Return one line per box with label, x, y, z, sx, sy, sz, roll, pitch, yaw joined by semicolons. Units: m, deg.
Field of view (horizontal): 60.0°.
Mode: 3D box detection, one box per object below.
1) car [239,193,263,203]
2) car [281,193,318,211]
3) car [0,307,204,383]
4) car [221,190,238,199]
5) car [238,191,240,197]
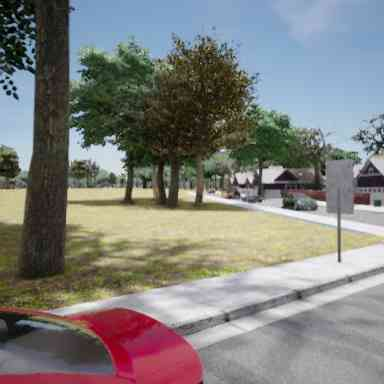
car;8.778;0.865;48.290;1.994;1.385;4.181;-1;1;-7
car;10.560;0.906;32.873;2.097;1.767;4.553;-1;1;-7
car;-2.171;1.484;1.389;5.008;1.535;1.882;-1;0;-38
car;6.947;0.511;64.835;1.882;1.535;5.008;-1;1;-7
car;8.974;0.359;71.200;1.837;1.490;4.892;-1;1;-7
